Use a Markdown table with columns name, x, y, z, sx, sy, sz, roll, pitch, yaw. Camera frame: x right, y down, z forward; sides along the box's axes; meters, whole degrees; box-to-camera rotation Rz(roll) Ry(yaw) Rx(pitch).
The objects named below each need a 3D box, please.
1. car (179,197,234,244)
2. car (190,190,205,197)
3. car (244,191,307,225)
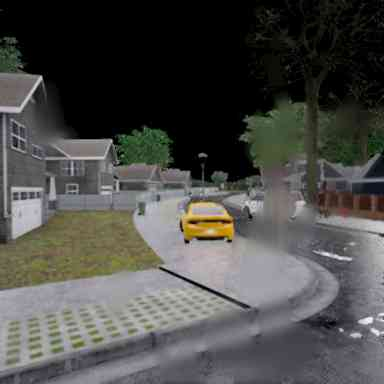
| name | x | y | z | sx | sy | sz | roll | pitch | yaw |
| --- | --- | --- | --- | --- | --- | --- | --- | --- | --- |
| car | 0.553 | 1.204 | 14.399 | 1.882 | 1.535 | 5.008 | 0 | 1 | -3 |
| car | 0.918 | 0.473 | 54.445 | 2.097 | 1.767 | 4.553 | -1 | 1 | 5 |
| car | 5.283 | 0.923 | 21.797 | 2.150 | 2.045 | 5.566 | -1 | 2 | -13 |
